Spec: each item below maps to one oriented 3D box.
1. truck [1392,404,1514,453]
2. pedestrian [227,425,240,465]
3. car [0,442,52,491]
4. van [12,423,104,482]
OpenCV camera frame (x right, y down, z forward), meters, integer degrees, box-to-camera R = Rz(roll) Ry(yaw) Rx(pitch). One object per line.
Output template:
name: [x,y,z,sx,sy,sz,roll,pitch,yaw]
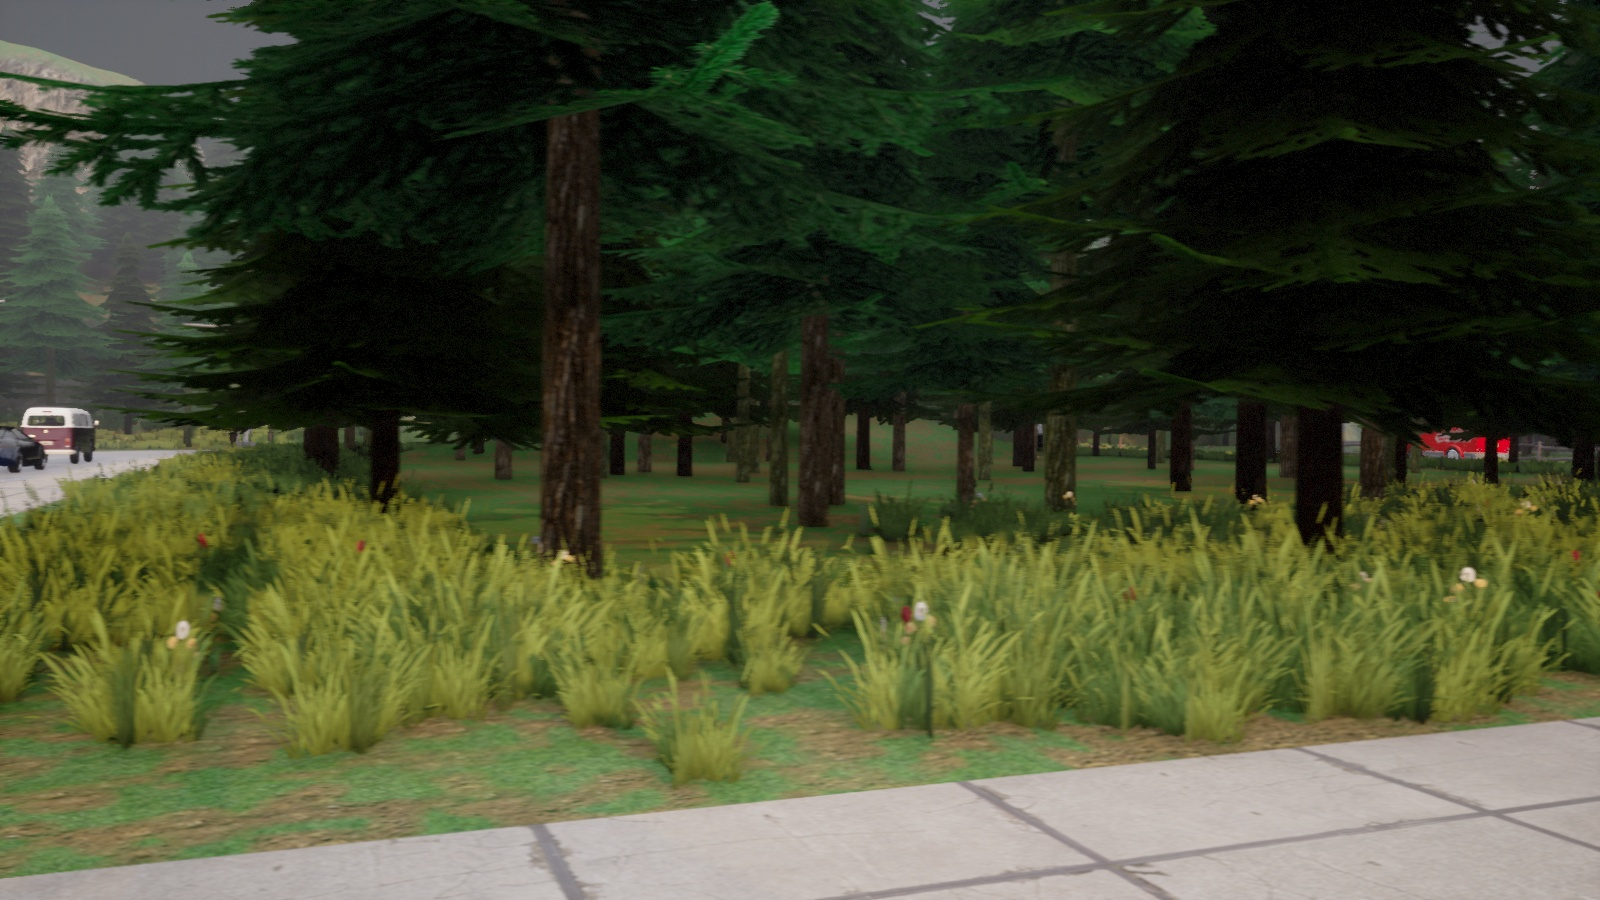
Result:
truck: [33.808,-1.152,65.199,2.627,2.467,5.204,-1,2,-19]
pedestrian: [-26.471,-0.234,58.676,0.345,1.836,0.594,-1,1,-10]
car: [-24.255,0.483,37.984,1.994,1.385,4.181,-1,1,-19]
van: [-27.154,0.041,46.098,2.069,2.038,4.480,-1,1,-20]
